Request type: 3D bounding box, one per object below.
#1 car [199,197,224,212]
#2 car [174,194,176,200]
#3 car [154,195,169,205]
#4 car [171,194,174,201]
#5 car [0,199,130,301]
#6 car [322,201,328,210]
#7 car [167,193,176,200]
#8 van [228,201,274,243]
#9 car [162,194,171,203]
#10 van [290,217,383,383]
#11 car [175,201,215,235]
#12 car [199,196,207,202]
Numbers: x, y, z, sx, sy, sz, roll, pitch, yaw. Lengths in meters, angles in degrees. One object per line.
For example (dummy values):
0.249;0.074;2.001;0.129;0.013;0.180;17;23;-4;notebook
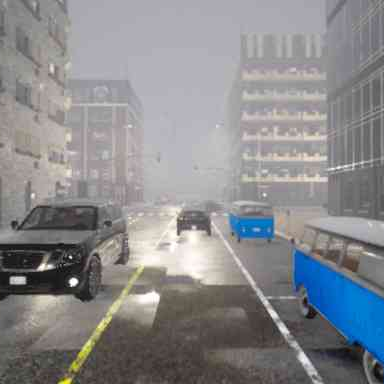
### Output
1.758;1.560;36.786;2.033;1.411;5.357;0;0;27;car
-5.696;1.586;81.996;2.008;1.369;4.403;1;0;0;car
-5.690;1.605;59.257;1.802;1.307;4.206;1;0;0;car
-5.688;1.344;70.627;2.192;1.841;5.009;1;0;0;car
-3.093;1.224;8.686;2.150;2.045;5.566;0;0;0;car
17.174;1.415;37.929;4.507;1.381;1.887;0;-1;0;car
-5.694;1.358;93.365;2.192;1.841;5.009;1;0;0;car
2.705;1.346;15.791;1.690;1.788;3.998;1;0;0;van
-5.691;1.551;64.772;1.752;1.417;4.829;1;0;0;car
2.707;1.343;4.774;1.690;1.788;3.998;1;0;0;van
0.095;1.512;18.868;1.837;1.490;4.892;0;0;0;car
2.684;1.601;82.058;1.947;1.339;4.313;1;0;0;car
